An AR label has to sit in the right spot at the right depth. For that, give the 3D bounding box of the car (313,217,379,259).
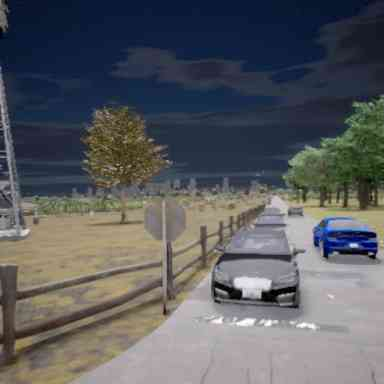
[{"bbox_3d":[6.347,1.807,14.207,1.882,1.535,5.008,-1,-2,14],"label":"car"}]

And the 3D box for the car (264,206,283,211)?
[{"bbox_3d":[7.246,2.265,29.890,1.837,1.490,4.892,-1,-2,14],"label":"car"}]

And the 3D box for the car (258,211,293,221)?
[{"bbox_3d":[4.694,2.058,19.728,2.033,1.411,5.357,-1,-2,14],"label":"car"}]

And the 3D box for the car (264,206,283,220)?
[{"bbox_3d":[9.920,2.506,40.360,2.128,1.511,4.902,-1,-2,14],"label":"car"}]

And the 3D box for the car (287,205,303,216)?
[{"bbox_3d":[14.395,2.602,46.304,2.128,1.511,4.902,-1,-1,14],"label":"car"}]

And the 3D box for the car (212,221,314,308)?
[{"bbox_3d":[1.817,1.733,8.677,2.128,1.511,4.902,-1,-2,16],"label":"car"}]
